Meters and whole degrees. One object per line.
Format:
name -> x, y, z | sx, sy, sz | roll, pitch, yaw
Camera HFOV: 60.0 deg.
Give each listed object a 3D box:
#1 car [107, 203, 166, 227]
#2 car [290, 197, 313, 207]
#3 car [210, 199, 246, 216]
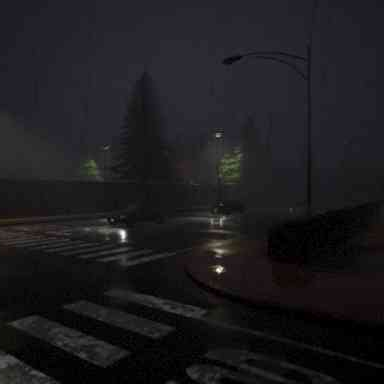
car -> -3.715, 1.534, 23.127 | 1.812, 1.442, 4.674 | 0, 0, 36
car -> 16.323, 1.501, 49.539 | 2.128, 1.511, 4.902 | 0, 0, 44
car -> 3.666, 1.498, 33.236 | 2.128, 1.511, 4.902 | 0, 0, 36
